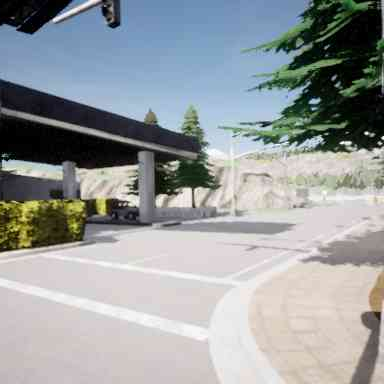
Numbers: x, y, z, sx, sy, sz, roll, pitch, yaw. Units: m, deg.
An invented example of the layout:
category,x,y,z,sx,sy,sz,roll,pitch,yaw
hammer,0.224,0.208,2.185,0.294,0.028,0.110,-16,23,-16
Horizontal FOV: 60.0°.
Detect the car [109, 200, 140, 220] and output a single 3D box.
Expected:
category,x,y,z,sx,sy,sz,roll,pitch,yaw
car,-6.208,1.761,32.121,3.866,1.878,1.905,-2,-1,35
